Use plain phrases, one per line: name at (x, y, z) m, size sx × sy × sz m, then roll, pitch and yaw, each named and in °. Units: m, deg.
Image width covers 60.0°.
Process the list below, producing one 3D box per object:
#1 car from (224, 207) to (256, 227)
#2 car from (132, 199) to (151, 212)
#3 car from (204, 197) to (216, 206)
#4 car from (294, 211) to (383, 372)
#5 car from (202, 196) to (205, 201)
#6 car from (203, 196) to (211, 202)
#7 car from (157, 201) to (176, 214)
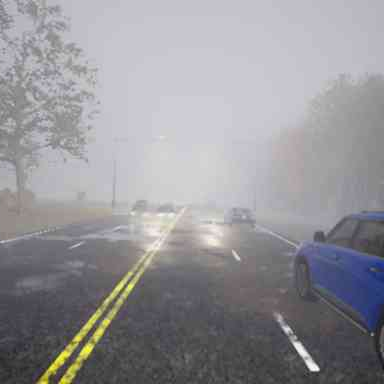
car at (3.577, 1.829, 25.339) m, size 2.033 × 1.411 × 5.357 m, roll 2°, pitch -1°, yaw 0°
car at (-6.244, 1.665, 41.540) m, size 1.837 × 1.490 × 4.892 m, roll 2°, pitch -1°, yaw 1°
car at (4.000, 2.240, 69.105) m, size 1.994 × 1.385 × 4.181 m, roll 2°, pitch -2°, yaw 1°
car at (3.446, 1.334, 5.405) m, size 2.150 × 2.045 × 5.566 m, roll 3°, pitch -1°, yaw 0°
car at (4.381, 2.091, 91.137) m, size 2.150 × 2.045 × 5.566 m, roll 2°, pitch -2°, yaw 1°
car at (4.187, 2.374, 80.119) m, size 1.895 × 1.301 × 4.718 m, roll 3°, pitch 1°, yaw 1°
car at (-3.016, 1.810, 39.896) m, size 1.994 × 1.385 × 4.181 m, roll 2°, pitch 0°, yaw 1°
